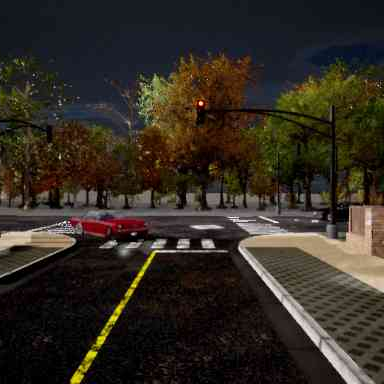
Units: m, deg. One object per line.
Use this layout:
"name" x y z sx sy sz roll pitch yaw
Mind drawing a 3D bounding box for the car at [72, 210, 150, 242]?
"car" -4.157 1.594 16.707 1.895 1.301 4.718 0 0 -45

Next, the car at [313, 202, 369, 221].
"car" 12.148 1.556 26.402 4.892 1.490 1.837 0 0 0
